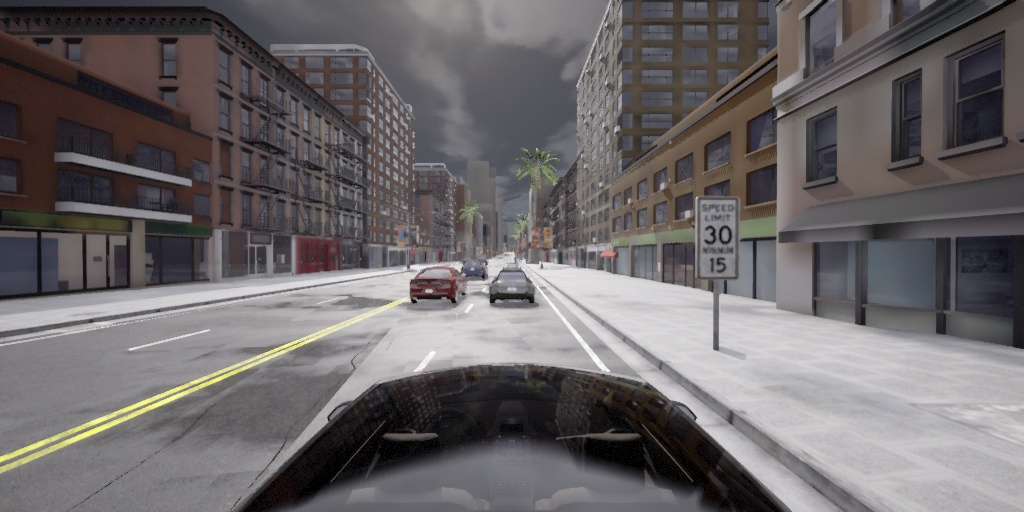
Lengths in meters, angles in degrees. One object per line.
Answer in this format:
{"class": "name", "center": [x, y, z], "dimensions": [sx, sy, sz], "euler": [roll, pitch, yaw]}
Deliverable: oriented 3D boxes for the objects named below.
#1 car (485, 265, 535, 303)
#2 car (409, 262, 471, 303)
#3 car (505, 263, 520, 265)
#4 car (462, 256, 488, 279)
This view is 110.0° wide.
{"class": "car", "center": [0.000, 1.312, 16.501], "dimensions": [1.994, 1.385, 4.181], "euler": [0, 0, 0]}
{"class": "car", "center": [-3.249, 1.224, 16.500], "dimensions": [1.882, 1.535, 5.008], "euler": [0, 0, 0]}
{"class": "car", "center": [0.000, 1.278, 31.500], "dimensions": [2.033, 1.411, 5.357], "euler": [0, 0, 0]}
{"class": "car", "center": [-3.249, 1.081, 31.470], "dimensions": [2.097, 1.767, 4.553], "euler": [0, 0, 0]}
